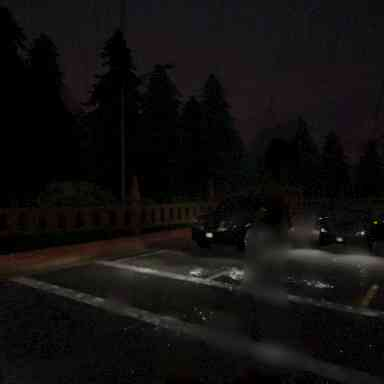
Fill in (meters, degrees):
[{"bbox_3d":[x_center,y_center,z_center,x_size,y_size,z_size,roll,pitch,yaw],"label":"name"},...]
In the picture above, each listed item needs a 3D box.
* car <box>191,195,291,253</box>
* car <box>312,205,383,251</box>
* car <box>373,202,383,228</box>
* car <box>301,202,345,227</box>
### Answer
[{"bbox_3d":[2.299,1.167,13.947,2.150,2.045,5.566,0,0,38],"label":"car"},{"bbox_3d":[6.943,1.481,14.181,1.812,1.442,4.674,0,0,39],"label":"car"},{"bbox_3d":[13.695,1.431,21.412,5.008,1.535,1.882,0,0,-40],"label":"car"},{"bbox_3d":[8.757,1.447,21.424,1.837,1.490,4.892,0,0,44],"label":"car"}]
